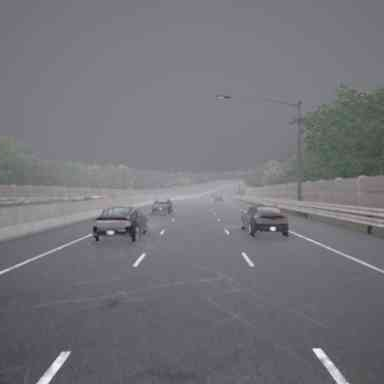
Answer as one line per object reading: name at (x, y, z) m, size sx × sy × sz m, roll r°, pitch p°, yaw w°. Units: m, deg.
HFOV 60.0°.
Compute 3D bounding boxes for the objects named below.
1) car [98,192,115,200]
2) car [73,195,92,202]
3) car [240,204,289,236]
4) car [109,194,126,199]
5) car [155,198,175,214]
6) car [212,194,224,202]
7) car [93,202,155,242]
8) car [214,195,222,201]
car at (-15.820, 1.092, 62.342) m, size 2.150 × 2.045 × 5.566 m, roll 0°, pitch 0°, yaw 3°
car at (-19.508, 1.337, 59.186) m, size 1.882 × 1.535 × 5.008 m, roll 0°, pitch 0°, yaw 4°
car at (3.765, 1.433, 17.738) m, size 1.837 × 1.490 × 4.892 m, roll 0°, pitch 0°, yaw 1°
car at (-12.541, 1.437, 58.471) m, size 1.994 × 1.385 × 4.181 m, roll 0°, pitch 0°, yaw 4°
car at (-2.874, 1.381, 33.634) m, size 2.128 × 1.511 × 4.902 m, roll 0°, pitch 0°, yaw 2°
car at (5.870, 1.469, 73.367) m, size 1.837 × 1.490 × 4.892 m, roll 0°, pitch 0°, yaw 4°
car at (-3.264, 1.420, 15.897) m, size 2.128 × 1.511 × 4.902 m, roll 0°, pitch 0°, yaw 1°
car at (6.612, 1.512, 84.238) m, size 1.882 × 1.535 × 5.008 m, roll 0°, pitch 0°, yaw 4°
